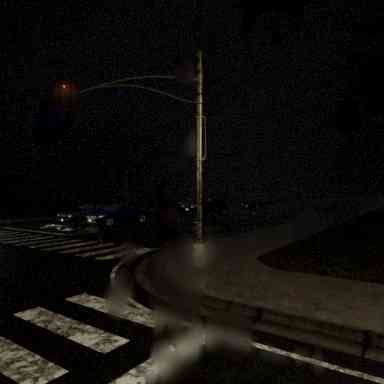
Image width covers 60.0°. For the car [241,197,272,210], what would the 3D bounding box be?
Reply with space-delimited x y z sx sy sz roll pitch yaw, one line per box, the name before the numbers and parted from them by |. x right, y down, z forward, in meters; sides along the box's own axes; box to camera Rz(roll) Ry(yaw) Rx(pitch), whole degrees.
car | 7.657 1.374 40.071 1.837 1.490 4.892 0 0 35

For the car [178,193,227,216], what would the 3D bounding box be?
car | 1.149 1.124 30.763 2.150 2.045 5.566 0 0 35

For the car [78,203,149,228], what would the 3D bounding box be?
car | -4.850 1.465 22.169 1.812 1.442 4.674 0 0 36

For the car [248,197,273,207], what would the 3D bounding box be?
car | 10.171 1.458 49.278 1.895 1.301 4.718 0 0 35

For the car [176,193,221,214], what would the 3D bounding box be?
car | 0.805 1.118 35.949 2.150 2.045 5.566 0 0 35

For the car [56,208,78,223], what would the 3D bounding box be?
car | -7.128 1.495 24.508 2.033 1.411 5.357 0 0 38
